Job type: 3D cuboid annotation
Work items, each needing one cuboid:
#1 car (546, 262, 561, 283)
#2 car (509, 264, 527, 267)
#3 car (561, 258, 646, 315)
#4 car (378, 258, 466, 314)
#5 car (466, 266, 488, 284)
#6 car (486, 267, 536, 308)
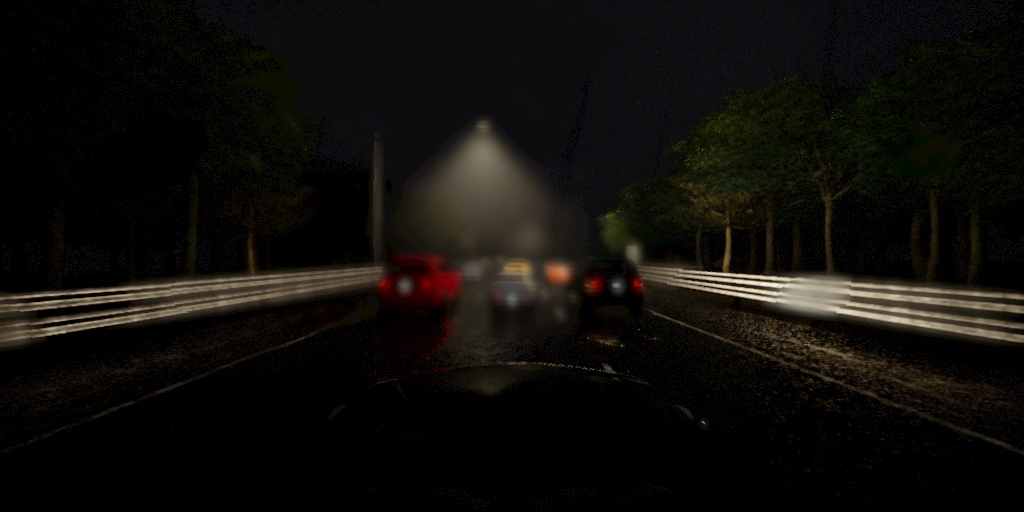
[{"bbox_3d":[3.996,1.284,29.935,2.097,1.767,4.553,0,0,3],"label":"car"},{"bbox_3d":[0.548,1.417,30.887,1.882,1.535,5.008,0,0,3],"label":"car"},{"bbox_3d":[3.528,1.087,14.436,2.150,2.045,5.566,0,0,1],"label":"car"},{"bbox_3d":[-3.472,1.088,14.478,2.150,2.045,5.566,0,0,1],"label":"car"},{"bbox_3d":[-3.058,1.486,29.339,2.033,1.411,5.357,0,0,3],"label":"car"},{"bbox_3d":[0.064,1.397,15.751,1.812,1.442,4.674,0,0,1],"label":"car"}]
